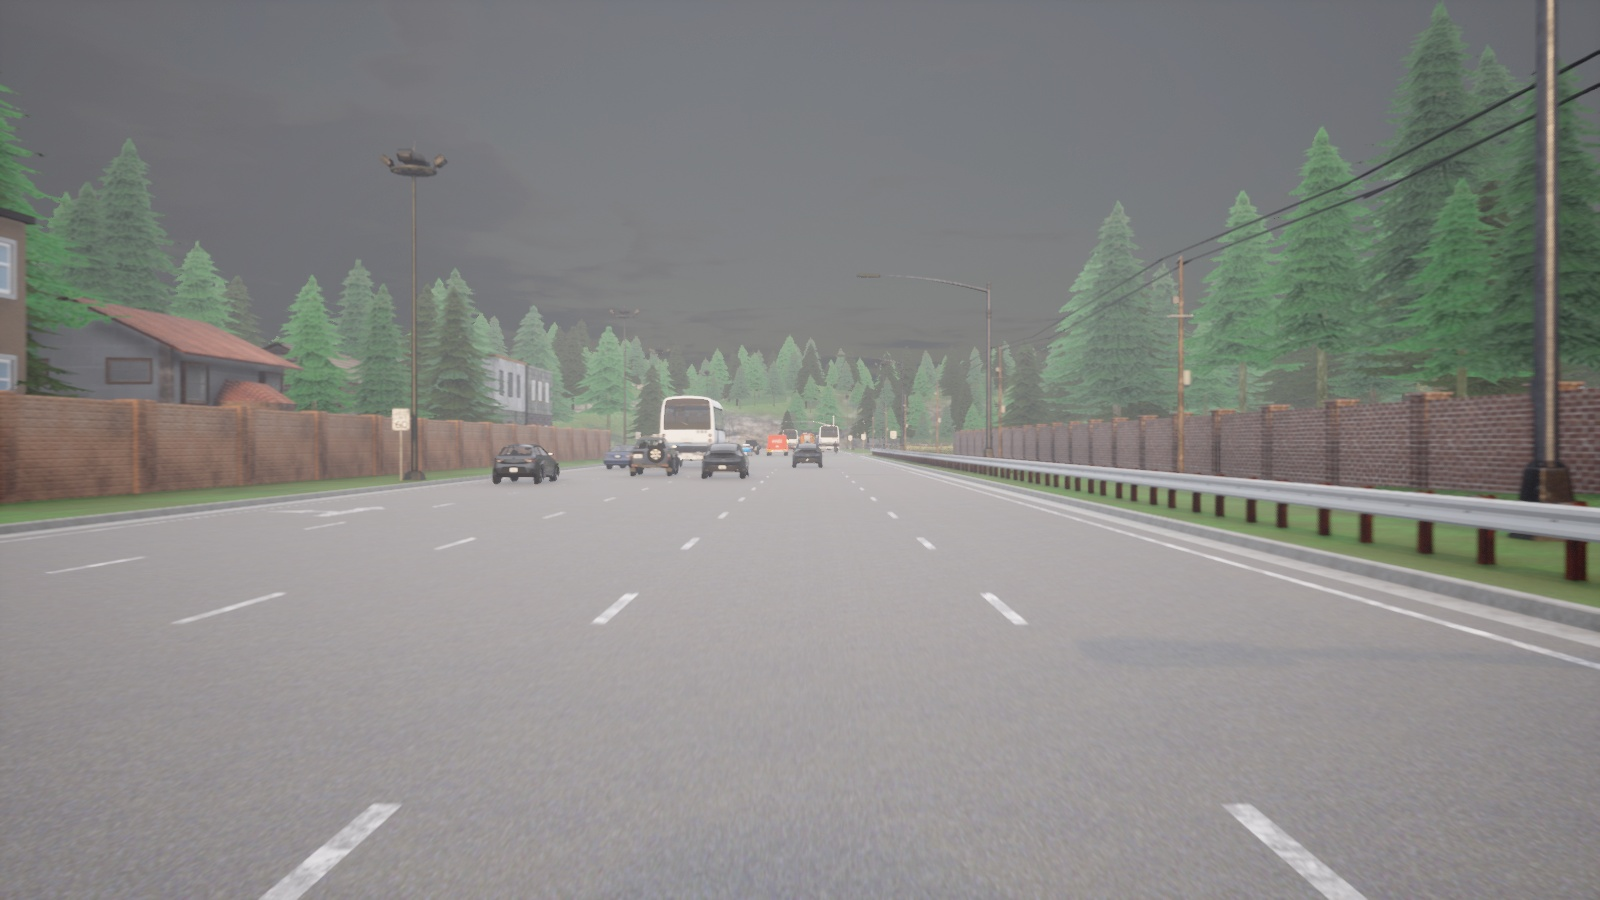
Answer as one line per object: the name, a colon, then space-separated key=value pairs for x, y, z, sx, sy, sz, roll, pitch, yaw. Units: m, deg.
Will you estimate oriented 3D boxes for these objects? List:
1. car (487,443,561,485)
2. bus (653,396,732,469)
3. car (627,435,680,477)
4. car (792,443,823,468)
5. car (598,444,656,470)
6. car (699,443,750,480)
car: x=-10.243 y=0.490 z=46.948 sx=1.816 sy=1.474 sz=4.193 roll=0 pitch=0 yaw=0
bus: x=-6.539 y=-1.071 z=78.259 sx=3.944 sy=4.253 sz=10.273 roll=0 pitch=0 yaw=0
car: x=-6.657 y=0.238 z=57.336 sx=1.932 sy=1.855 sz=4.605 roll=0 pitch=0 yaw=-1
car: x=0.450 y=0.325 z=76.584 sx=1.837 sy=1.490 sz=4.892 roll=0 pitch=0 yaw=0
car: x=-9.894 y=0.383 z=72.236 sx=2.033 sy=1.411 sz=5.357 roll=0 pitch=0 yaw=7
car: x=-3.180 y=0.450 z=53.722 sx=1.837 sy=1.490 sz=4.892 roll=0 pitch=0 yaw=0
